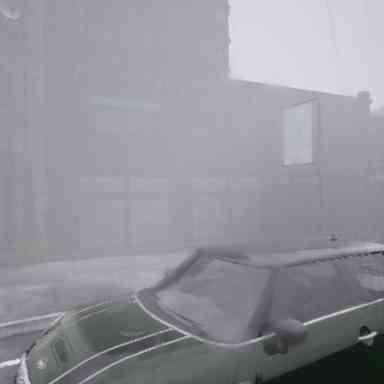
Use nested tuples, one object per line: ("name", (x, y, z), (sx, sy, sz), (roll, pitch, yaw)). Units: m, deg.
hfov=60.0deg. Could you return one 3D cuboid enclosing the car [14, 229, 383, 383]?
("car", (0.614, 1.364, 3.588), (4.553, 1.767, 2.097), (0, 0, -31))
